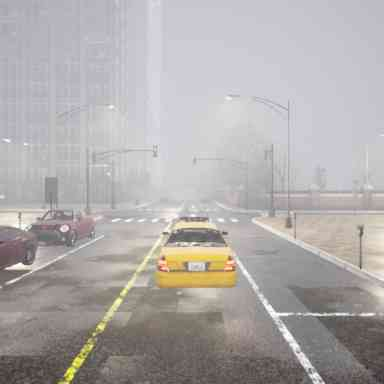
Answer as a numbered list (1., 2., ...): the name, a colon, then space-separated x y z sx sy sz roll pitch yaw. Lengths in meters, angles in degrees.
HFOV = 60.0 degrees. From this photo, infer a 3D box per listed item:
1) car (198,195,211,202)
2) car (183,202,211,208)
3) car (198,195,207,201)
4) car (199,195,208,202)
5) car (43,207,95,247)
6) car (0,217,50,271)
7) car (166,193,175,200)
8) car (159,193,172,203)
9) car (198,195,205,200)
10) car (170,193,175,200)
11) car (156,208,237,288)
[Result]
1. car: 2.689 1.492 63.700 1.947 1.339 4.313 0 0 0
2. car: 0.097 1.535 19.439 2.033 1.411 5.357 0 0 0
3. car: 2.613 1.448 80.375 2.008 1.369 4.403 0 0 0
4. car: 2.618 1.454 74.814 1.887 1.381 4.507 0 0 0
5. car: -5.705 1.433 14.667 1.967 1.590 4.097 0 0 0
6. car: -5.700 1.579 8.975 1.802 1.307 4.206 0 0 0
7. car: -5.923 1.181 91.432 2.192 1.841 5.009 0 0 0
8. car: -5.903 1.485 69.190 1.947 1.339 4.313 0 0 0
9. car: 2.602 1.411 91.496 1.887 1.381 4.507 0 0 0
10. car: -5.918 1.323 85.874 1.967 1.590 4.097 0 0 0
11. car: 0.090 1.454 9.176 1.801 1.575 5.366 0 0 0
